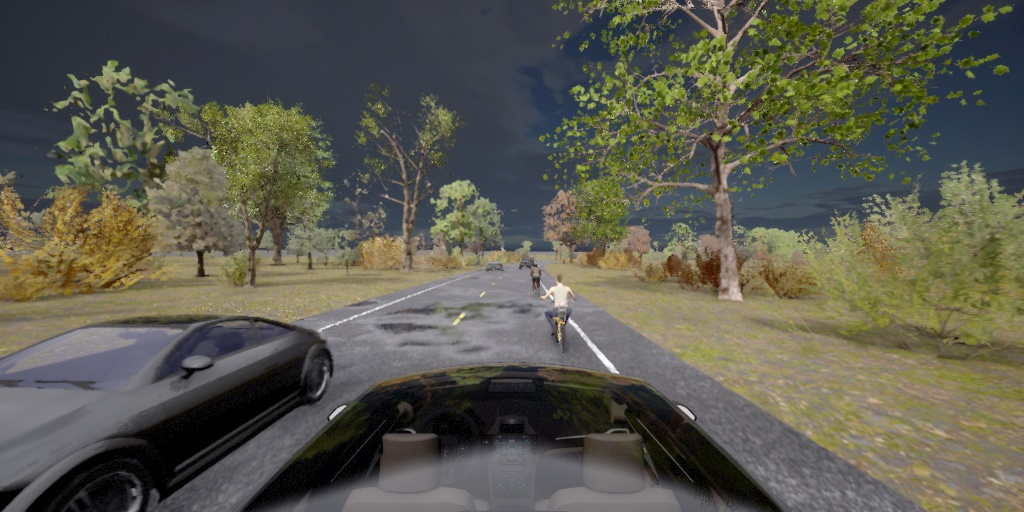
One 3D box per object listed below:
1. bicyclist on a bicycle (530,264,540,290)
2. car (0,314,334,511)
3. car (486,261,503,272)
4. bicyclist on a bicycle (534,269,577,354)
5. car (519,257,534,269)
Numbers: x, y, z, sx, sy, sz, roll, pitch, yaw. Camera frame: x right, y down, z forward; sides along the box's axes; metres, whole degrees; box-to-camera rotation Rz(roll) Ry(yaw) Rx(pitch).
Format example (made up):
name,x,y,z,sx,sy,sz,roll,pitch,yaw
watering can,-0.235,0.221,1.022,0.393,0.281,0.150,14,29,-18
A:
name,x,y,z,sx,sy,sz,roll,pitch,yaw
bicyclist on a bicycle,1.154,1.211,17.147,0.582,1.620,1.656,0,0,1
car,-3.574,1.313,3.494,1.994,1.385,4.181,0,0,0
car,-2.217,1.376,46.932,1.994,1.385,4.181,0,0,3
bicyclist on a bicycle,1.028,1.186,7.820,0.866,1.612,1.509,0,0,0
car,2.188,1.366,57.710,1.837,1.490,4.892,0,0,4
